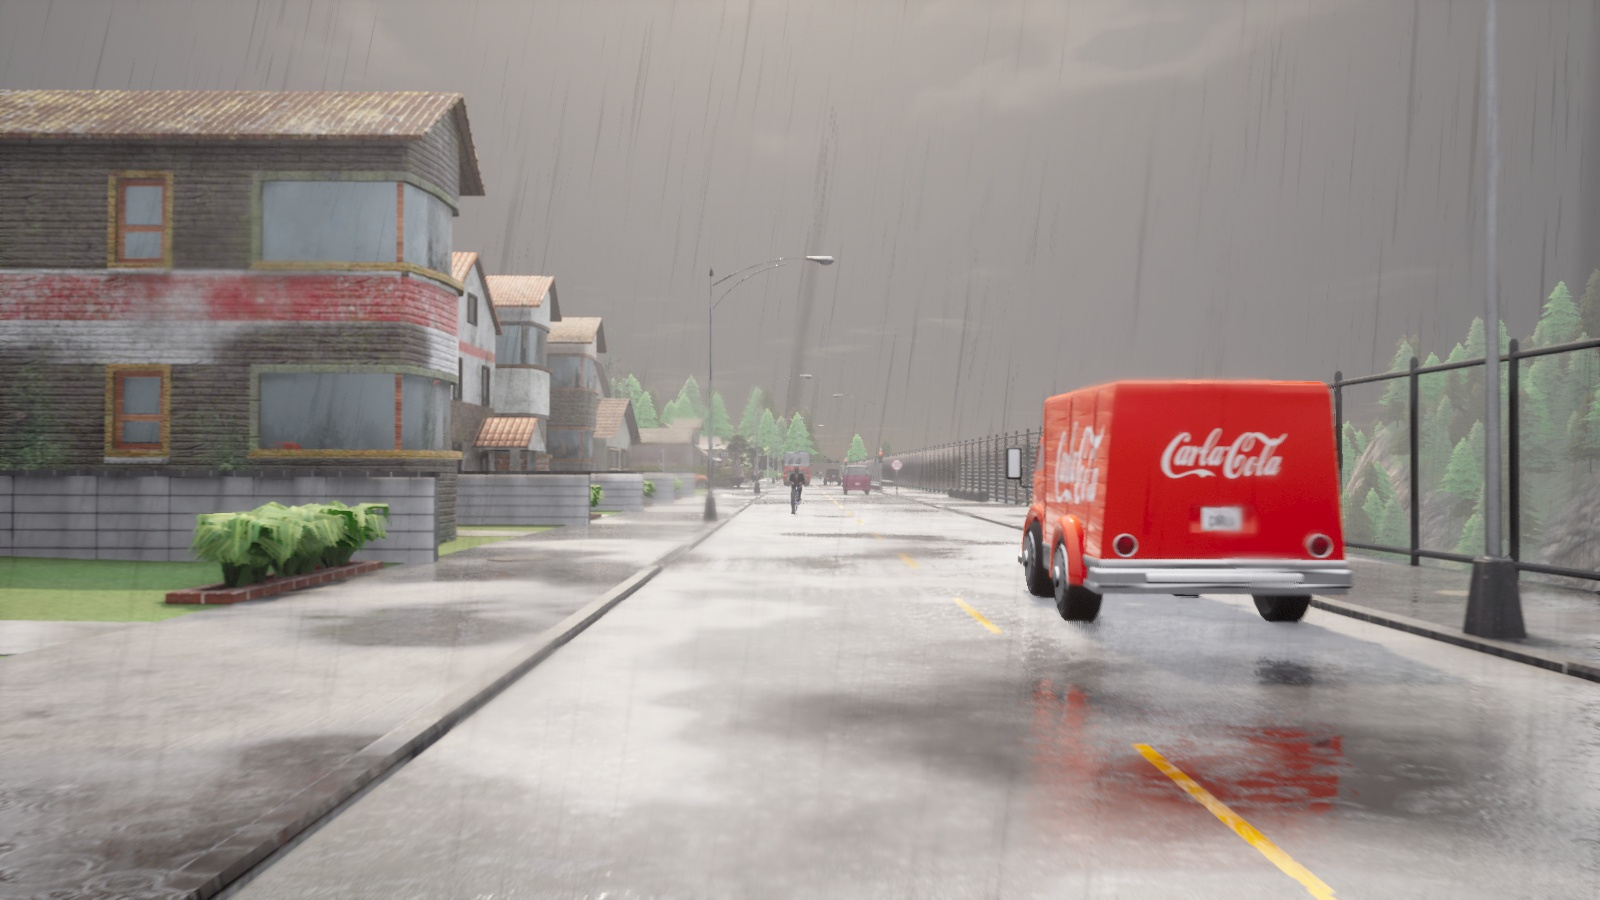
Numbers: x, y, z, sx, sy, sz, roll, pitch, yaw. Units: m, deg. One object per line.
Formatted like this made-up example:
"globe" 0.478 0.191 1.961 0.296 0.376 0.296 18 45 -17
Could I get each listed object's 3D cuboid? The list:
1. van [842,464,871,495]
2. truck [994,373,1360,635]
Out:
"van" 3.792 1.968 84.557 1.775 1.987 4.442 0 -1 0
"truck" 3.963 0.554 14.472 2.627 2.467 5.204 0 -1 0
